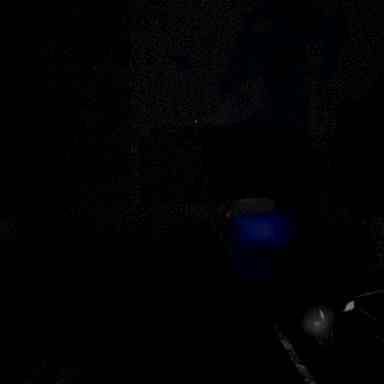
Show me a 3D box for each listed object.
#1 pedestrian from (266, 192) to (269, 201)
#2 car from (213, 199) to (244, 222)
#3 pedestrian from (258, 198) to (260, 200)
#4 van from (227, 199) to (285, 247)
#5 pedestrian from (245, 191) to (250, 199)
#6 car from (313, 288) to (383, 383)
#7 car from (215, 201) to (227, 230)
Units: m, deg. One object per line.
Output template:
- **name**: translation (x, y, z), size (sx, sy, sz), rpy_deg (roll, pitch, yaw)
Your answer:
- **pedestrian**: translation (8.006, 0.869, 35.383), size (0.375, 1.860, 0.375), rpy_deg (0, 0, 0)
- **car**: translation (2.640, 1.323, 25.062), size (1.752, 1.417, 4.829), rpy_deg (0, 0, 0)
- **pedestrian**: translation (7.007, 0.868, 34.784), size (0.375, 1.860, 0.375), rpy_deg (0, 0, 0)
- **van**: translation (2.642, 1.225, 14.016), size (1.690, 1.788, 3.998), rpy_deg (0, 0, 0)
- **pedestrian**: translation (6.006, 0.760, 35.984), size (0.375, 1.860, 0.375), rpy_deg (0, 0, 0)
- **car**: translation (2.642, 1.538, 3.143), size (1.947, 1.339, 4.313), rpy_deg (0, 0, 0)
- **car**: translation (2.641, 1.281, 19.454), size (1.967, 1.590, 4.097), rpy_deg (0, 0, 0)
